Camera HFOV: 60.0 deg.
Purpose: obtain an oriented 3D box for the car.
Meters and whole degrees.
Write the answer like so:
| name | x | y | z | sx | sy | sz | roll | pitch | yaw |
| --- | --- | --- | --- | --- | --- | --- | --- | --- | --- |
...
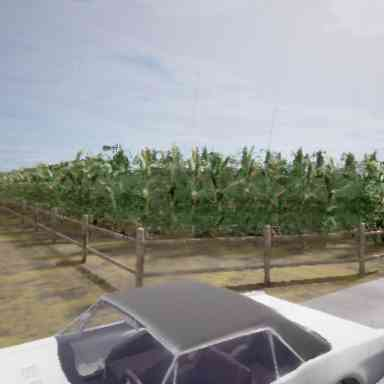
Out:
| name | x | y | z | sx | sy | sz | roll | pitch | yaw |
| --- | --- | --- | --- | --- | --- | --- | --- | --- | --- |
| car | -0.384 | 1.605 | 2.776 | 4.718 | 1.301 | 1.895 | 0 | 0 | -35 |
